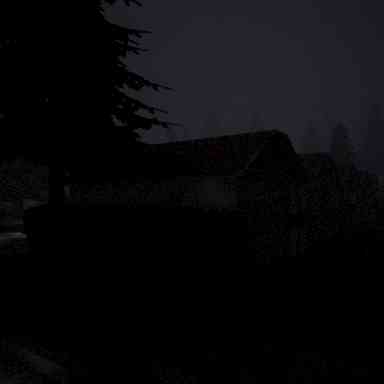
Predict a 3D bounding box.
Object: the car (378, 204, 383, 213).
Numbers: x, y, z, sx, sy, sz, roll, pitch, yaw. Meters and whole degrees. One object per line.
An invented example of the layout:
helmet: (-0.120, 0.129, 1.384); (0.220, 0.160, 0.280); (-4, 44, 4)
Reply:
car: (22.611, 2.038, 41.483); (4.902, 1.511, 2.128); (-1, -1, 29)

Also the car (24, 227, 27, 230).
car: (-9.422, 1.867, 23.745); (2.097, 1.767, 4.553); (-1, -1, 36)
